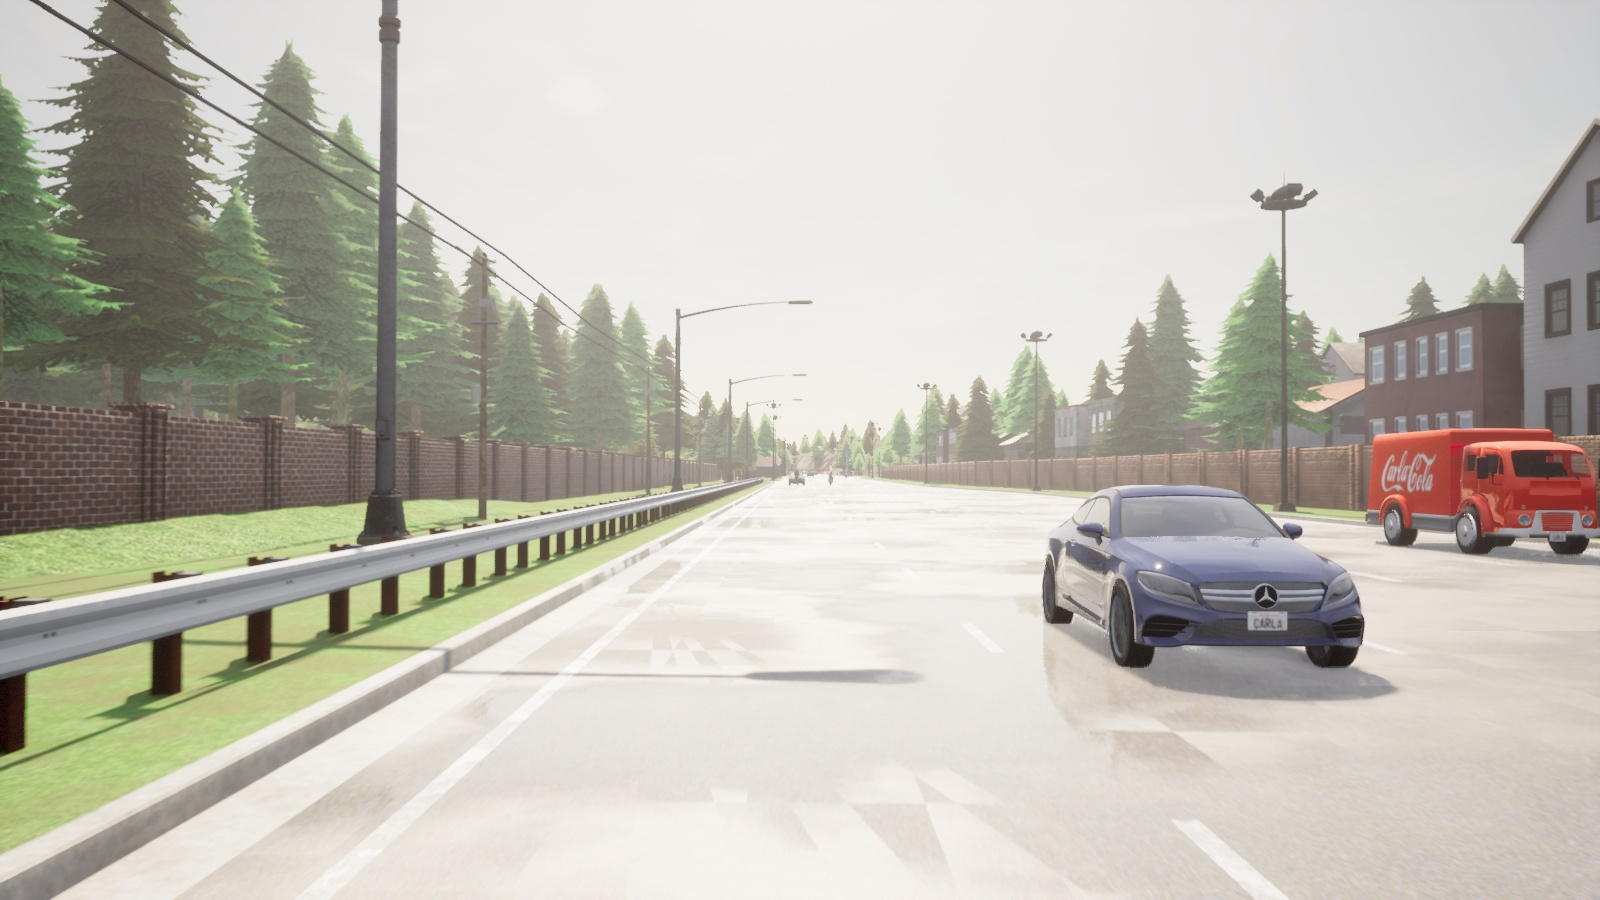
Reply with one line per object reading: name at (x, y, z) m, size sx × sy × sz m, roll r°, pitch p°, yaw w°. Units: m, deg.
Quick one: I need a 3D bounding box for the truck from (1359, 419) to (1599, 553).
truck at (13.937, 0.702, 25.700) m, size 2.627 × 2.467 × 5.204 m, roll 0°, pitch -1°, yaw 0°

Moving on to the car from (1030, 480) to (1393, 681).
car at (3.473, 1.021, 11.642) m, size 1.812 × 1.442 × 4.674 m, roll 0°, pitch -1°, yaw 0°
